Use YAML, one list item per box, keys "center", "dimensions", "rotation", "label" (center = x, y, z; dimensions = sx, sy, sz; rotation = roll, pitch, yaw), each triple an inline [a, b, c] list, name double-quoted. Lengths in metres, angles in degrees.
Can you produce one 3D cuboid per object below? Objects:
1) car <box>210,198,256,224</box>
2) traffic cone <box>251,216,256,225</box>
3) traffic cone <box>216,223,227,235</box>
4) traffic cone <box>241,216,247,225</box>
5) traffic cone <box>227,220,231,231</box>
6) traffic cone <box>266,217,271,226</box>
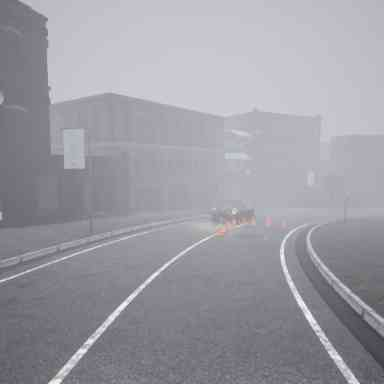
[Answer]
- center: [3.130, 1.293, 24.702]
  dimensions: [2.097, 1.767, 4.553]
  rotation: [3, 1, 29]
  label: "car"
- center: [4.209, 1.959, 22.709]
  dimensions: [0.340, 0.580, 0.340]
  rotation: [2, 1, 17]
  label: "traffic cone"
- center: [1.464, 1.926, 17.292]
  dimensions: [0.340, 0.580, 0.340]
  rotation: [2, 0, 17]
  label: "traffic cone"
- center: [3.426, 1.880, 22.378]
  dimensions: [0.340, 0.580, 0.340]
  rotation: [-14, -5, -8]
  label: "traffic cone"
- center: [2.064, 1.926, 19.200]
  dimensions: [0.340, 0.580, 0.340]
  rotation: [2, 1, 18]
  label: "traffic cone"
- center: [5.163, 1.994, 22.414]
  dimensions: [0.340, 0.580, 0.340]
  rotation: [2, 1, 17]
  label: "traffic cone"
